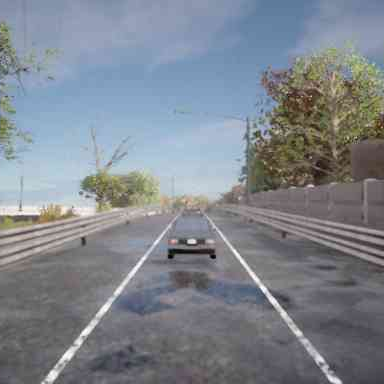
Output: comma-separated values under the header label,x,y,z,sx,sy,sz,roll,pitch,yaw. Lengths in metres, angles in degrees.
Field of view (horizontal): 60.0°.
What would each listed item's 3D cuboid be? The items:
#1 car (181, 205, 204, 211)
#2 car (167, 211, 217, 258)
label,x,y,z,sx,sy,sz,roll,pitch,yaw
car,0.017,1.912,29.591,2.128,1.511,4.902,0,-1,0
car,0.010,1.741,13.635,2.033,1.411,5.357,0,-1,0
